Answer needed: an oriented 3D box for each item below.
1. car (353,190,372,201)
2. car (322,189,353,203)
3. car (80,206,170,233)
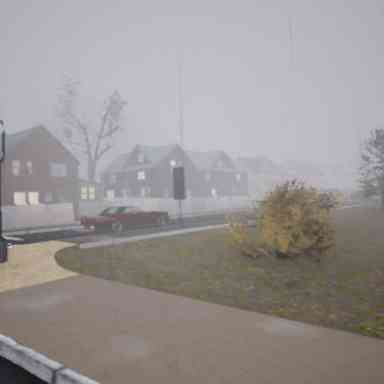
[{"bbox_3d":[24.123,0.552,47.497,1.837,1.490,4.892,-3,-1,43],"label":"car"},{"bbox_3d":[17.115,0.719,39.923,1.882,1.535,5.008,-3,-1,43],"label":"car"},{"bbox_3d":[-3.424,1.405,17.972,1.895,1.301,4.718,-3,-1,43],"label":"car"}]
